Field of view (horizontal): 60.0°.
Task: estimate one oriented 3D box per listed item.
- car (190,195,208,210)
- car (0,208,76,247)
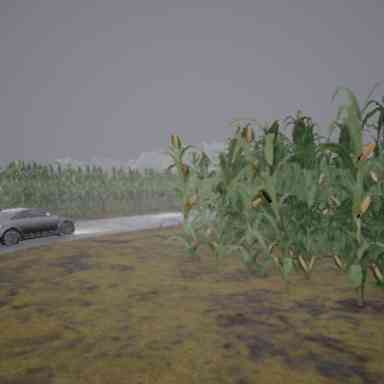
[{"bbox_3d":[1.105,1.015,31.119,2.128,1.511,4.902,0,1,36],"label":"car"},{"bbox_3d":[-7.069,1.370,14.288,1.994,1.385,4.181,0,1,25],"label":"car"}]
